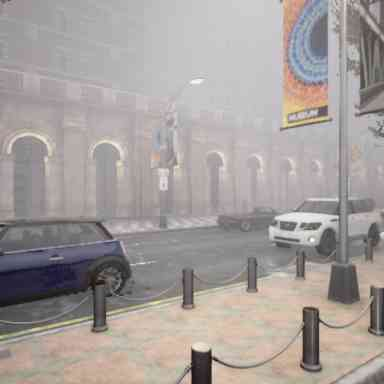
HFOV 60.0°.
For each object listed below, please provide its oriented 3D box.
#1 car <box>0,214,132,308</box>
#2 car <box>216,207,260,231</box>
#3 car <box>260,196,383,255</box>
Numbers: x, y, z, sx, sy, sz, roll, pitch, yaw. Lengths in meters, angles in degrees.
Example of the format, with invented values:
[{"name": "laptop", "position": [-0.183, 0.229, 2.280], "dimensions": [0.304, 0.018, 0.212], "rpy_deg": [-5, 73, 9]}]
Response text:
[{"name": "car", "position": [-3.645, 1.351, 6.908], "dimensions": [4.553, 1.767, 2.097], "rpy_deg": [0, 0, -36]}, {"name": "car", "position": [3.782, 1.584, 20.477], "dimensions": [4.718, 1.301, 1.895], "rpy_deg": [0, 0, -36]}, {"name": "car", "position": [5.621, 1.213, 13.600], "dimensions": [5.566, 2.045, 2.150], "rpy_deg": [0, 0, -36]}]
